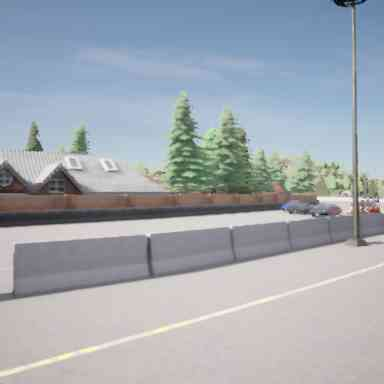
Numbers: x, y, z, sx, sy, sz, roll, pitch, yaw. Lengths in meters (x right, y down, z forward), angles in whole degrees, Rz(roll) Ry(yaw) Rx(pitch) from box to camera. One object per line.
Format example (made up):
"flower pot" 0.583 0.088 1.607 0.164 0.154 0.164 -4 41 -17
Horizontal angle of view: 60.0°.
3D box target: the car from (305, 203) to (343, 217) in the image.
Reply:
"car" 14.434 1.904 35.543 2.033 1.411 5.357 -1 -1 43

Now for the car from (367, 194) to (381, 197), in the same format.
"car" 38.210 1.477 69.852 2.150 2.045 5.566 -1 -1 27

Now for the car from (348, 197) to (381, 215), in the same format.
"car" 17.549 1.670 33.839 2.097 1.767 4.553 -1 -1 42

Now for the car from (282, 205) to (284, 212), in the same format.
"car" 14.062 1.962 45.754 1.882 1.535 5.008 -1 -1 40

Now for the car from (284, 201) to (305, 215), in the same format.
"car" 13.107 1.975 39.338 1.994 1.385 4.181 -1 -1 42
